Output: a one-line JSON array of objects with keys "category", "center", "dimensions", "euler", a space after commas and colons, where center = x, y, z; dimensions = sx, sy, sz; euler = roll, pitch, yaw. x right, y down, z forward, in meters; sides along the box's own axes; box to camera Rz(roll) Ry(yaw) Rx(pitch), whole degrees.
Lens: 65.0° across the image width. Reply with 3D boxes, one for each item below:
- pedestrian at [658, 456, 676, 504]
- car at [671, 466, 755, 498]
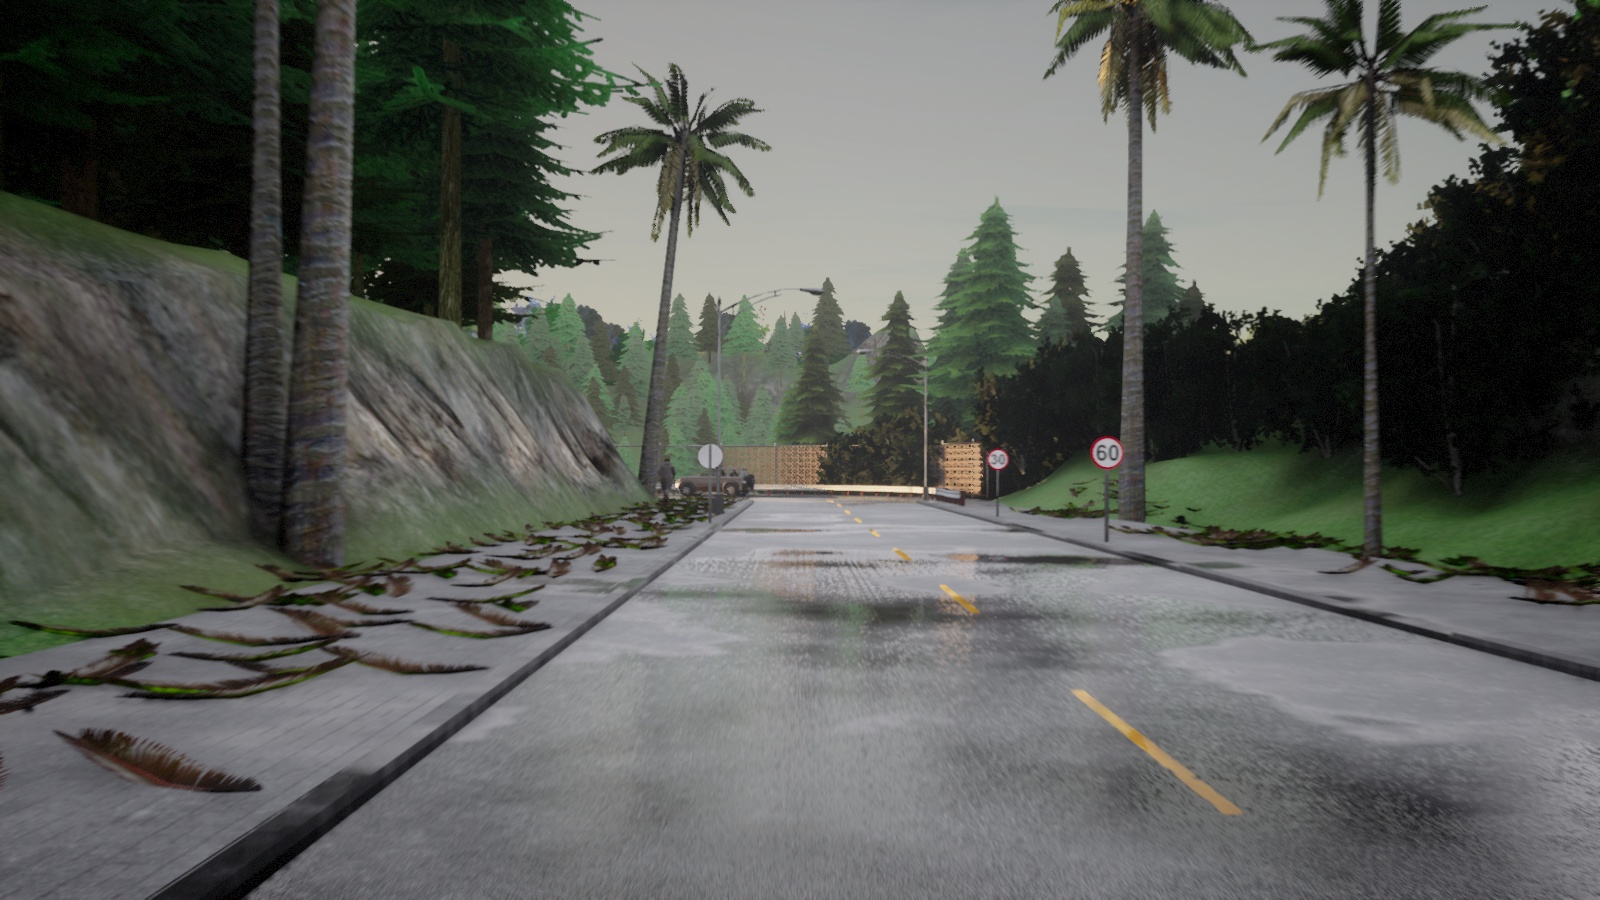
[{"category": "pedestrian", "center": [-5.458, 1.219, 51.570], "dimensions": [0.659, 1.952, 0.873], "euler": [0, -1, 0]}, {"category": "car", "center": [-5.167, 1.924, 75.012], "dimensions": [4.605, 1.855, 1.932], "euler": [-1, -2, 16]}]
